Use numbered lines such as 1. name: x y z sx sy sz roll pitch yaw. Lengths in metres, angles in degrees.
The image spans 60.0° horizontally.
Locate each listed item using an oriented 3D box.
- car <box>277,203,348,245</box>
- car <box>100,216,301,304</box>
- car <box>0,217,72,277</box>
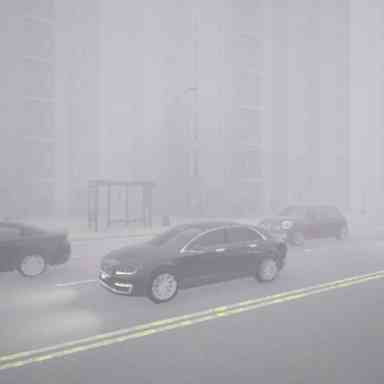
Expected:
1. car: 5.082 1.352 15.339 4.553 1.767 2.097 0 0 -32
2. car: 0.223 1.505 8.217 4.892 1.490 1.837 0 0 -32
3. car: -5.864 1.477 8.883 5.008 1.535 1.882 0 0 -27
